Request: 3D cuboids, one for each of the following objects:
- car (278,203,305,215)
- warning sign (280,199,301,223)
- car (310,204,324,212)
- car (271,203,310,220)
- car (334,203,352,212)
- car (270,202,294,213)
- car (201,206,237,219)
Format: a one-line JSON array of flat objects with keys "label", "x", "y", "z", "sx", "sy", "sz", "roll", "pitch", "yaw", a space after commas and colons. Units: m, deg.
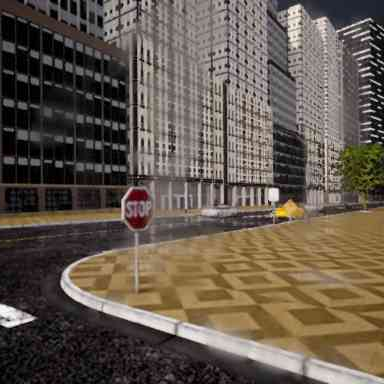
[{"label": "car", "x": 13.249, "y": 2.229, "z": 44.236, "sx": 1.837, "sy": 1.490, "sz": 4.892, "roll": -1, "pitch": -1, "yaw": 37}, {"label": "warning sign", "x": 7.879, "y": 1.495, "z": 26.613, "sx": 1.300, "sy": 1.860, "sz": 1.060, "roll": 0, "pitch": 0, "yaw": 36}, {"label": "car", "x": 19.292, "y": 2.492, "z": 52.574, "sx": 1.895, "sy": 1.301, "sz": 4.718, "roll": -1, "pitch": -1, "yaw": 36}, {"label": "car", "x": 10.231, "y": 2.011, "z": 34.510, "sx": 1.882, "sy": 1.535, "sz": 5.008, "roll": -1, "pitch": -1, "yaw": 36}, {"label": "car", "x": 24.684, "y": 2.494, "z": 54.280, "sx": 1.994, "sy": 1.385, "sz": 4.181, "roll": -1, "pitch": -2, "yaw": 36}, {"label": "car", "x": 13.700, "y": 2.358, "z": 50.433, "sx": 1.882, "sy": 1.535, "sz": 5.008, "roll": -1, "pitch": -1, "yaw": 36}, {"label": "car", "x": 2.966, "y": 2.152, "z": 35.916, "sx": 1.895, "sy": 1.301, "sz": 4.718, "roll": -1, "pitch": -1, "yaw": 36}]
